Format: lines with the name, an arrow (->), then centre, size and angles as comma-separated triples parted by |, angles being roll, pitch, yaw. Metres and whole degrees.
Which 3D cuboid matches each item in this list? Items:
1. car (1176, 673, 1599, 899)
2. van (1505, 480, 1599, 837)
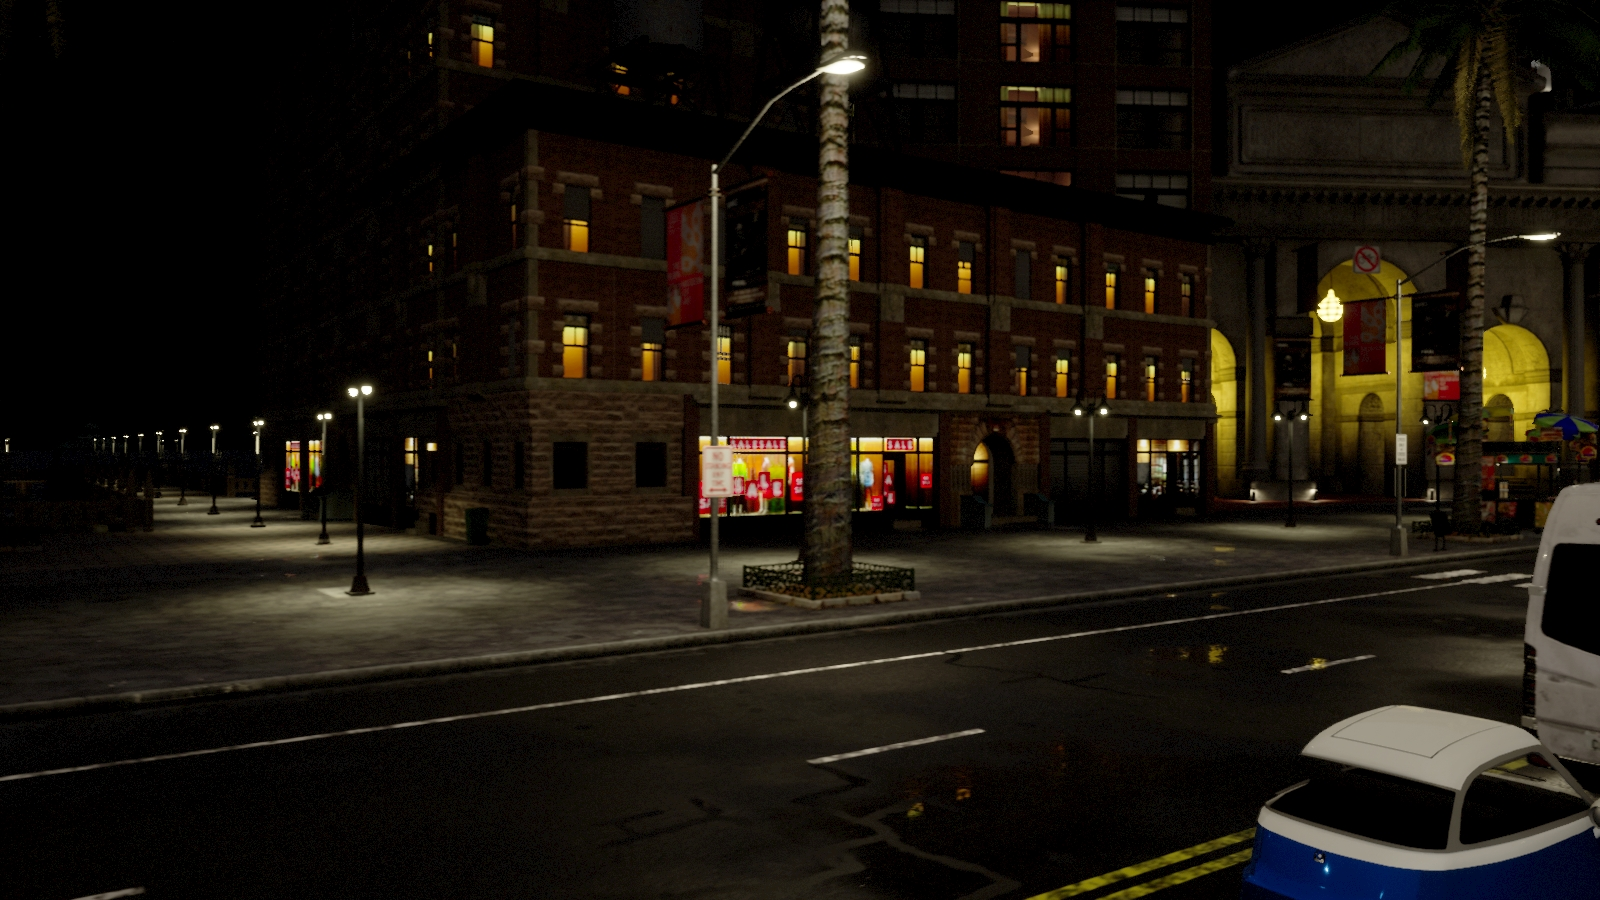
car -> 3.324, 2.120, 6.071 | 2.207, 1.376, 1.481 | 0, 0, -35
van -> 8.460, 1.534, 9.692 | 5.915, 2.561, 1.988 | 0, 0, -34
